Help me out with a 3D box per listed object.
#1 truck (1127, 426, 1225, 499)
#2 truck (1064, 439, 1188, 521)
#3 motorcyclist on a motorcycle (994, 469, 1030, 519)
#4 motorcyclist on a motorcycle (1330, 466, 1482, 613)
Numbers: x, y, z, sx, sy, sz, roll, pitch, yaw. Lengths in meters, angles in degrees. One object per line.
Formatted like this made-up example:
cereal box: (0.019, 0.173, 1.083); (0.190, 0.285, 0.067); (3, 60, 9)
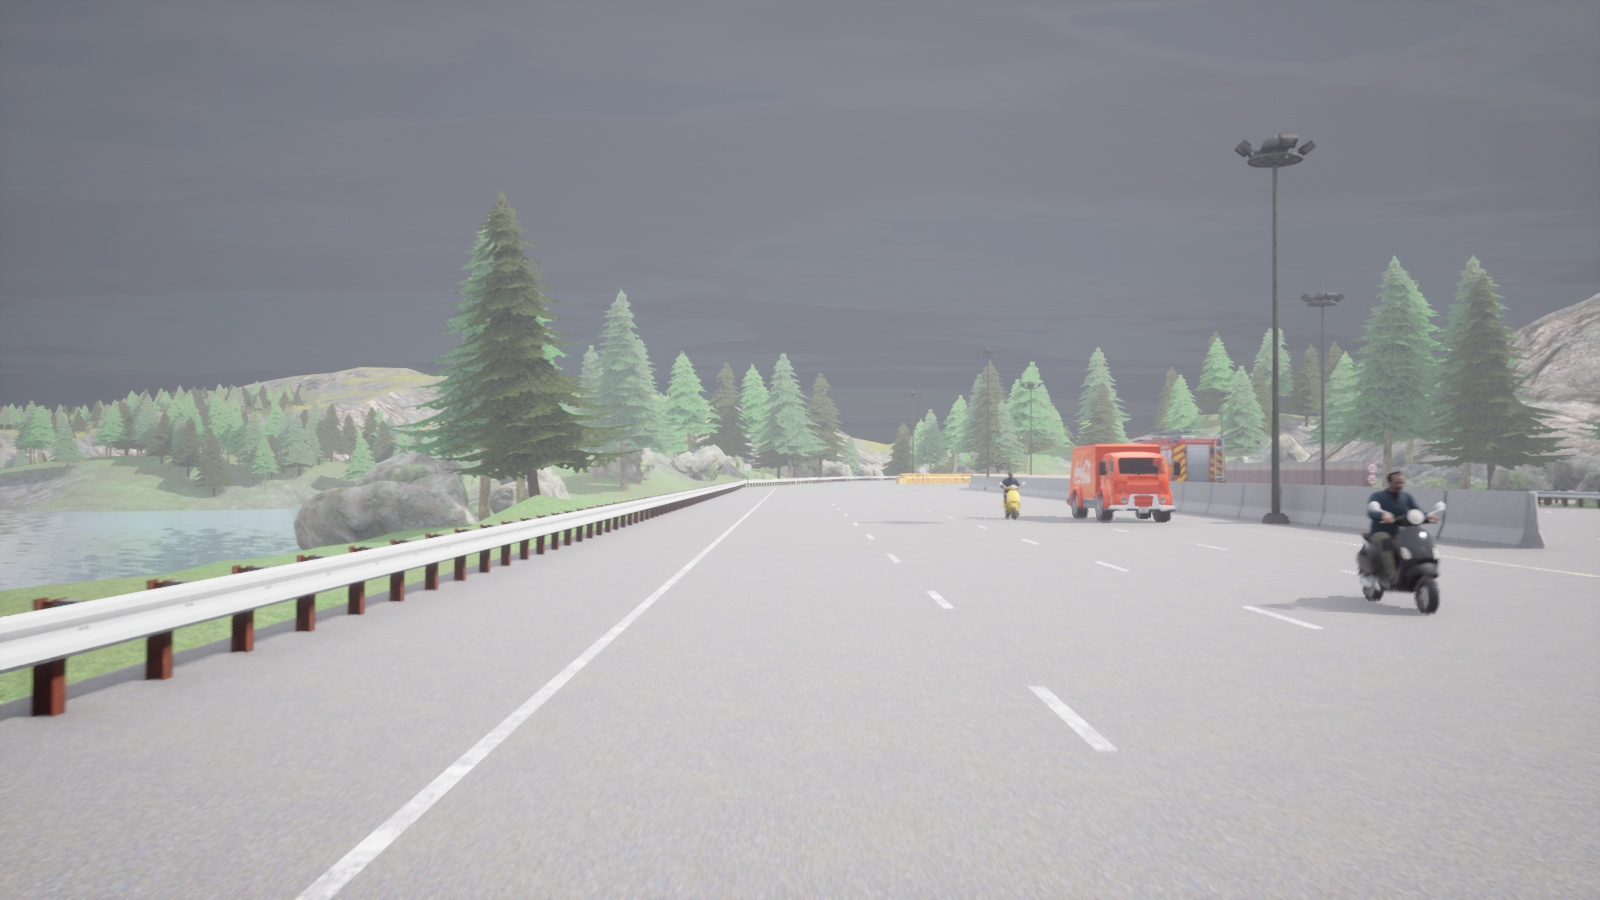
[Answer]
truck: (20.794, 0.739, 70.041); (2.891, 3.827, 8.468); (0, -1, 0)
truck: (10.403, 0.969, 40.564); (2.627, 2.467, 5.204); (0, -1, 0)
motorcyclist on a motorcycle: (6.904, 1.426, 40.956); (0.866, 1.590, 1.817); (0, -1, 0)
motorcyclist on a motorcycle: (6.966, 0.984, 14.556); (0.866, 1.590, 1.817); (0, -1, 0)
